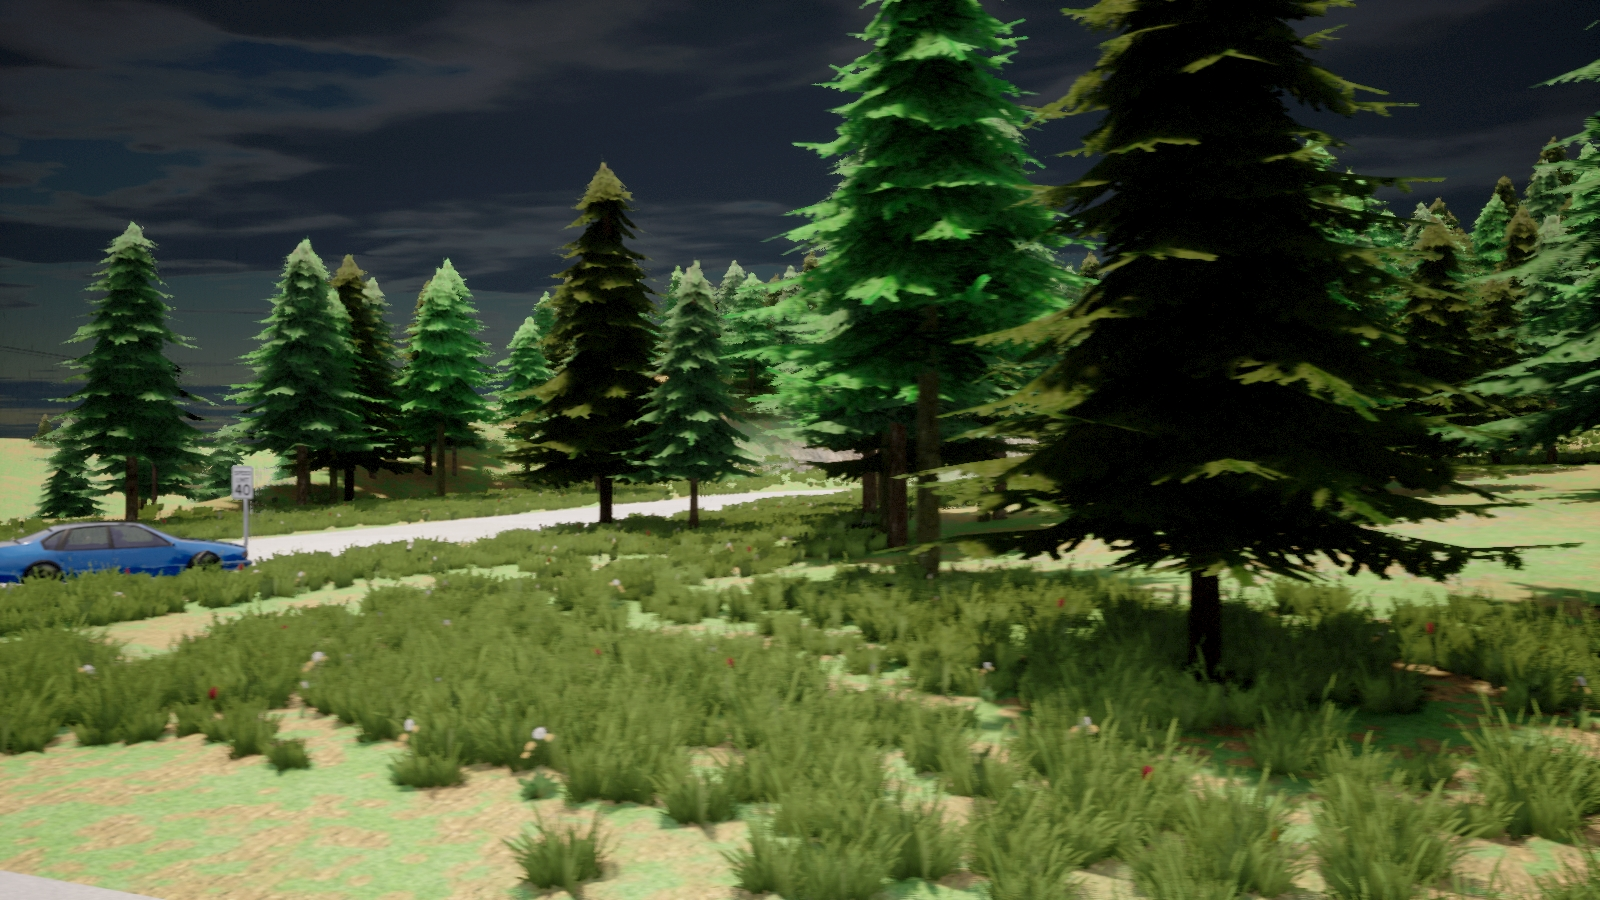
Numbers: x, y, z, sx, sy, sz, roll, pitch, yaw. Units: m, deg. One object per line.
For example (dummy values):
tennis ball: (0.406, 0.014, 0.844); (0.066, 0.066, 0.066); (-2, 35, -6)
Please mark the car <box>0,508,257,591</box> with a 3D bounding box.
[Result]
car: (-14.946, 2.106, 24.835); (5.357, 1.411, 2.033); (0, 0, -38)
